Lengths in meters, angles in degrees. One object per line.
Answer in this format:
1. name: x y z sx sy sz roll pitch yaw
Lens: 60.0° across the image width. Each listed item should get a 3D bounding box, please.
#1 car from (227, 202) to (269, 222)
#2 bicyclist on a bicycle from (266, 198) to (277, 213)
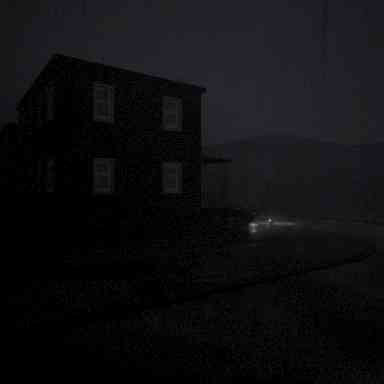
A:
1. car: 3.926 1.527 26.451 1.812 1.442 4.674 0 1 -36
2. bicyclist on a bicycle: 8.304 1.348 34.786 1.656 1.620 0.582 0 0 -35
